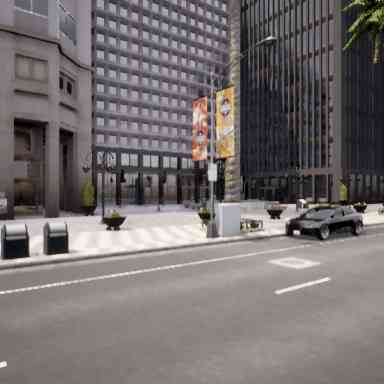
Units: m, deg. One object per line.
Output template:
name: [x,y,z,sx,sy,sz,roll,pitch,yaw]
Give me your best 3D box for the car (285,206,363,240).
car: [6.826,1.492,16.956,4.786,1.482,2.161,0,0,-36]
